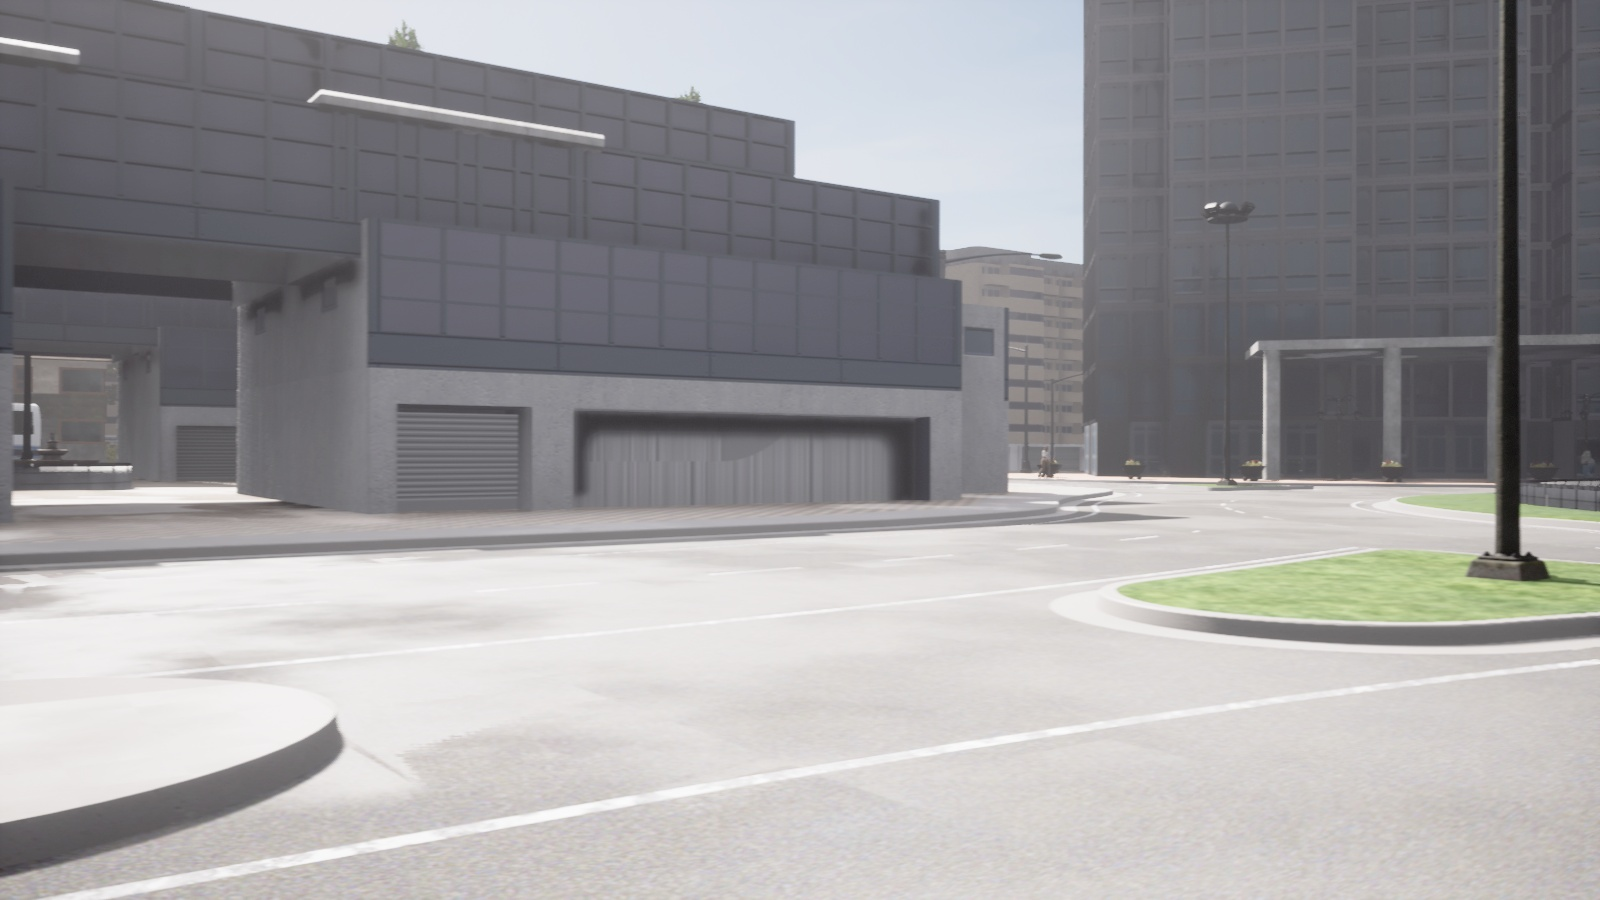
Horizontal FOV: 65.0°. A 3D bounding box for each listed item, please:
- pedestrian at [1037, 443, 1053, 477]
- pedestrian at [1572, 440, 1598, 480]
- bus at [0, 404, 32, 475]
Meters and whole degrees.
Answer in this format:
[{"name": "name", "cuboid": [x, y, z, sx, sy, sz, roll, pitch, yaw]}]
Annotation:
[{"name": "pedestrian", "cuboid": [13.376, 0.532, 68.594, 0.540, 1.848, 0.694, 0, 0, -41]}, {"name": "pedestrian", "cuboid": [36.973, 0.462, 59.171, 0.900, 1.855, 0.874, 0, 0, 21]}, {"name": "bus", "cuboid": [-52.823, -0.748, 76.186, 10.273, 4.253, 3.944, 2, -1, -35]}]
